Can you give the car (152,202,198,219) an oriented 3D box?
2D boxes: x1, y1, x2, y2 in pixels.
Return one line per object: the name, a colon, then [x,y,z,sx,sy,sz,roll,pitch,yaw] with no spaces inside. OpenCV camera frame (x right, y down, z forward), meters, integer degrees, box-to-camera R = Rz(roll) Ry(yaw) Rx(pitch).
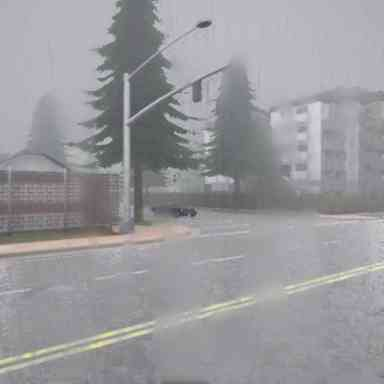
car: [-1.520,1.536,28.642,1.895,1.301,4.718,0,0,-37]
